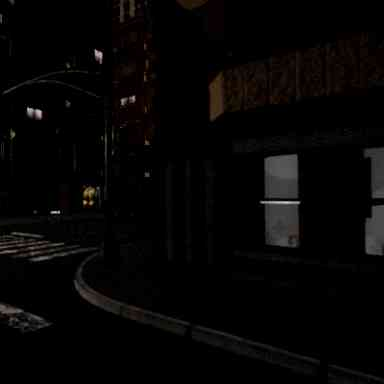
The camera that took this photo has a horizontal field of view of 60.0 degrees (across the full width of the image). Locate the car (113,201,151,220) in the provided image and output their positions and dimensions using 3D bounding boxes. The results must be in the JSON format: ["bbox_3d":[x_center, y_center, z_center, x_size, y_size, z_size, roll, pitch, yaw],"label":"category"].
[{"bbox_3d":[-4.391,1.415,26.806,1.887,1.381,4.507,0,0,36],"label":"car"}]
